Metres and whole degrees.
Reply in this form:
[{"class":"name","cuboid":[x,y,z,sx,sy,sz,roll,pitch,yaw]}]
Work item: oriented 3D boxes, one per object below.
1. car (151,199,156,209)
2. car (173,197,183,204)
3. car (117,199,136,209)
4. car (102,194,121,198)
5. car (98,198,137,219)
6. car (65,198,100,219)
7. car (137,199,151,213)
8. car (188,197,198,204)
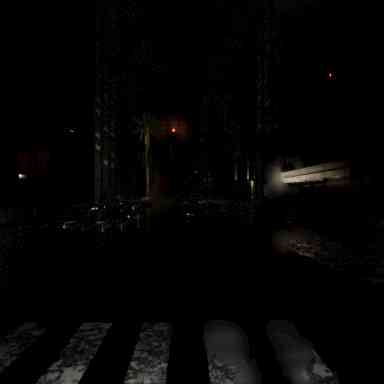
[{"class":"car","cuboid":[-6.471,1.734,49.005,1.895,1.301,4.718,0,0,1]},{"class":"car","cuboid":[-2.975,1.790,69.857,1.994,1.385,4.181,0,0,0]},{"class":"car","cuboid":[-9.714,1.701,49.822,1.994,1.385,4.181,0,0,0]},{"class":"car","cuboid":[-9.756,1.319,39.861,2.150,2.045,5.566,0,0,0]},{"class":"car","cuboid":[-6.529,1.543,29.649,1.882,1.535,5.008,0,0,0]},{"class":"car","cuboid":[-9.775,1.543,29.915,1.882,1.535,5.008,0,0,0]},{"class":"car","cuboid":[-6.505,1.587,39.117,2.128,1.511,4.902,0,0,0]},{"class":"car","cuboid":[0.275,1.791,69.874,1.994,1.385,4.181,0,0,0]}]
